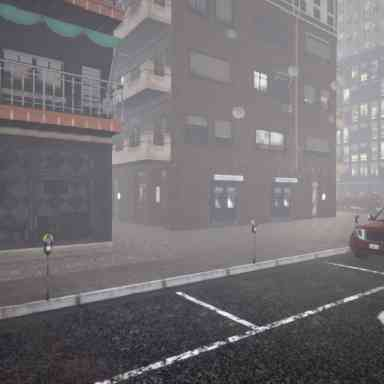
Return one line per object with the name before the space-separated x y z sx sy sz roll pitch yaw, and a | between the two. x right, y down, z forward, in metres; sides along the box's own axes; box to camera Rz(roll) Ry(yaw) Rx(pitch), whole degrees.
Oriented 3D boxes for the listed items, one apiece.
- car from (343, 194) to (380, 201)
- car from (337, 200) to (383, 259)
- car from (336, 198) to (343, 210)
car | 19.367 1.112 38.952 2.192 1.841 5.009 1 0 -36
car | 7.506 1.318 11.424 5.009 1.841 2.192 0 0 -35
car | 12.752 1.333 34.202 1.802 1.307 4.206 1 0 -36
